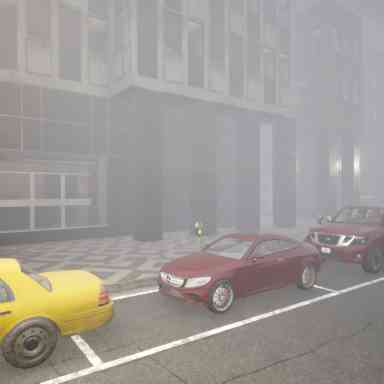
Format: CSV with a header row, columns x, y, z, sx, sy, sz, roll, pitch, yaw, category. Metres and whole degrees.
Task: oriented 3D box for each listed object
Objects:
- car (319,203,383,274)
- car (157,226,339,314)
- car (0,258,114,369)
x,y,z,sx,sy,sz,roll,pitch,yaw,category
5.798,1.314,10.779,5.009,1.841,2.192,0,0,-35,car
1.235,1.582,7.528,4.206,1.307,1.802,0,0,-35,car
-3.466,1.525,4.180,4.829,1.417,1.752,0,0,-35,car
